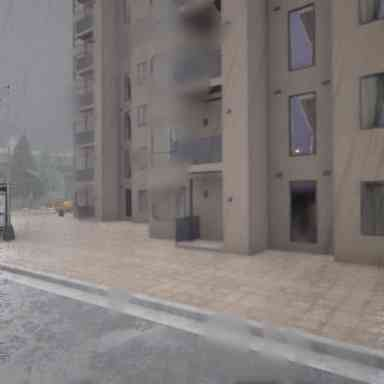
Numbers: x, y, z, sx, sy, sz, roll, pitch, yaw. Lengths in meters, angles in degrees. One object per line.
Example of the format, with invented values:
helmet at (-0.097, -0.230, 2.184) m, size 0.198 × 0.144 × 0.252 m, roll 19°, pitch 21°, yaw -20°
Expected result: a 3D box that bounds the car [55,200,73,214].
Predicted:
car at (-13.745, 1.750, 39.730) m, size 1.882 × 1.535 × 5.008 m, roll -1°, pitch -1°, yaw 36°
